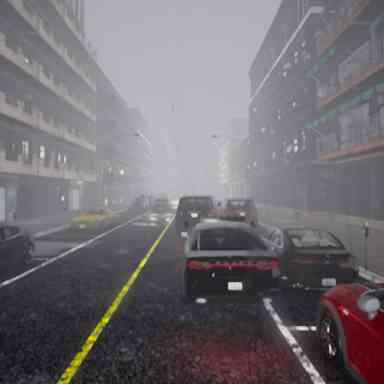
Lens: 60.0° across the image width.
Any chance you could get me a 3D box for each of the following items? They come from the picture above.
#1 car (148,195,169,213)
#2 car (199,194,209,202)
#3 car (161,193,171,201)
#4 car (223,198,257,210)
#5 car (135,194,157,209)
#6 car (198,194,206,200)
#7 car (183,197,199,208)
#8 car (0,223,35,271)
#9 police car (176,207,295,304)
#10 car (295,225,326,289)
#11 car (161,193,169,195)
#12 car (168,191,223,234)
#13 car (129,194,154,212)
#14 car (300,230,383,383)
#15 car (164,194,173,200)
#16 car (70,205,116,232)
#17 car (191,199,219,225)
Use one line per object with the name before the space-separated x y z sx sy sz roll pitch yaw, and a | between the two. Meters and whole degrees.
car | -3.176 1.350 35.232 1.882 1.535 5.008 0 0 0
car | 2.536 1.262 70.854 1.752 1.417 4.829 0 0 0
car | -5.857 1.156 76.305 1.967 1.590 4.097 0 0 0
car | 2.649 1.244 19.956 2.192 1.841 5.009 0 0 0
car | -5.782 1.161 42.487 2.192 1.841 5.009 0 0 0
car | 2.511 1.238 81.956 1.887 1.381 4.507 0 0 0
car | -0.089 1.383 45.188 2.033 1.411 5.357 0 0 0
car | -5.709 1.535 8.668 1.947 1.339 4.313 0 0 0
police car | 0.744 1.394 8.292 1.930 1.638 5.238 0 0 0
car | 2.672 1.520 8.683 2.008 1.369 4.403 0 0 0
car | -5.843 1.053 70.669 2.192 1.841 5.009 0 0 0
car | 0.393 1.149 18.260 2.150 2.045 5.566 -1 1 6
car | -5.770 1.307 36.851 1.967 1.590 4.097 0 0 0
car | 2.684 1.429 3.048 1.967 1.590 4.097 0 0 0
car | -5.869 1.238 81.942 1.887 1.381 4.507 0 0 0
car | -5.733 1.455 19.771 1.752 1.417 4.829 0 0 0
car | 0.846 1.368 24.367 1.801 1.575 5.366 0 0 0
